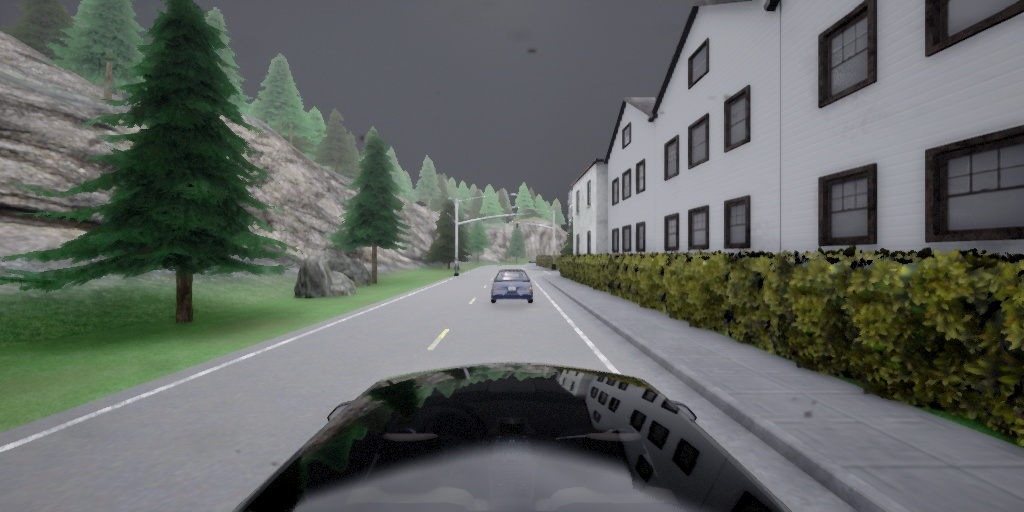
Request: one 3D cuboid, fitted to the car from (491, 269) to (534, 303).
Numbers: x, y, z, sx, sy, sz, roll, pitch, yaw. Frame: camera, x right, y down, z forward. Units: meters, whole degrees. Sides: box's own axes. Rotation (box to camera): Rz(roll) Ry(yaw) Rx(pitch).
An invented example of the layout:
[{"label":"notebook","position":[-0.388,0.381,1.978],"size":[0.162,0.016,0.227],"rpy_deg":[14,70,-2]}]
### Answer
[{"label":"car","position":[0.000,1.310,16.500],"size":[2.033,1.411,5.357],"rpy_deg":[0,0,0]}]
